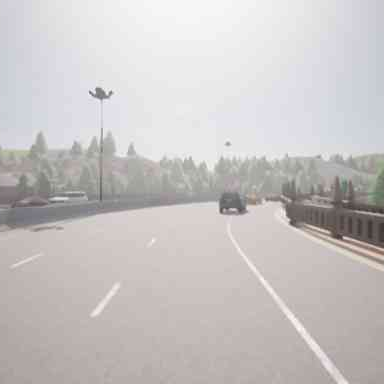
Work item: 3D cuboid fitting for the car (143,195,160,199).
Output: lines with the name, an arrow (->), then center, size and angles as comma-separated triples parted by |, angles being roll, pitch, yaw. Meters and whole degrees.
car -> -6.077, 1.209, 50.125 | 1.994, 1.385, 4.181 | 0, 0, 23

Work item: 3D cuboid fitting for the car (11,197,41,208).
car -> -17.832, 1.287, 36.896 | 1.812, 1.442, 4.674 | 0, 0, 14

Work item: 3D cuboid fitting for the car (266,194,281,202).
car -> 14.546, 1.042, 59.170 | 1.994, 1.385, 4.181 | 0, 0, 34

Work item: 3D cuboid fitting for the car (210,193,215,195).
car -> 5.048, 0.851, 75.660 | 1.895, 1.301, 4.718 | 0, 0, 37

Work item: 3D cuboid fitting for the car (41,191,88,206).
car -> -14.039, 0.967, 37.855 | 2.150, 2.045, 5.566 | 0, 0, 15

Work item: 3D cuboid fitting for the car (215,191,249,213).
car -> 4.121, 0.951, 33.383 | 2.150, 2.045, 5.566 | 0, 1, 15

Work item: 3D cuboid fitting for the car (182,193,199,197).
car -> -0.300, 0.963, 74.433 | 2.128, 1.511, 4.902 | 0, 0, 34

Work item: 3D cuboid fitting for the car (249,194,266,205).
car -> 9.021, 1.054, 49.732 | 1.882, 1.535, 5.008 | 0, 1, 29
